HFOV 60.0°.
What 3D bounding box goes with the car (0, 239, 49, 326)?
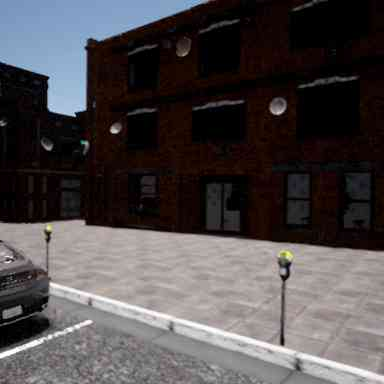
[{"bbox_3d":[-4.387,1.502,6.085,4.403,1.369,2.008,0,1,35],"label":"car"}]
